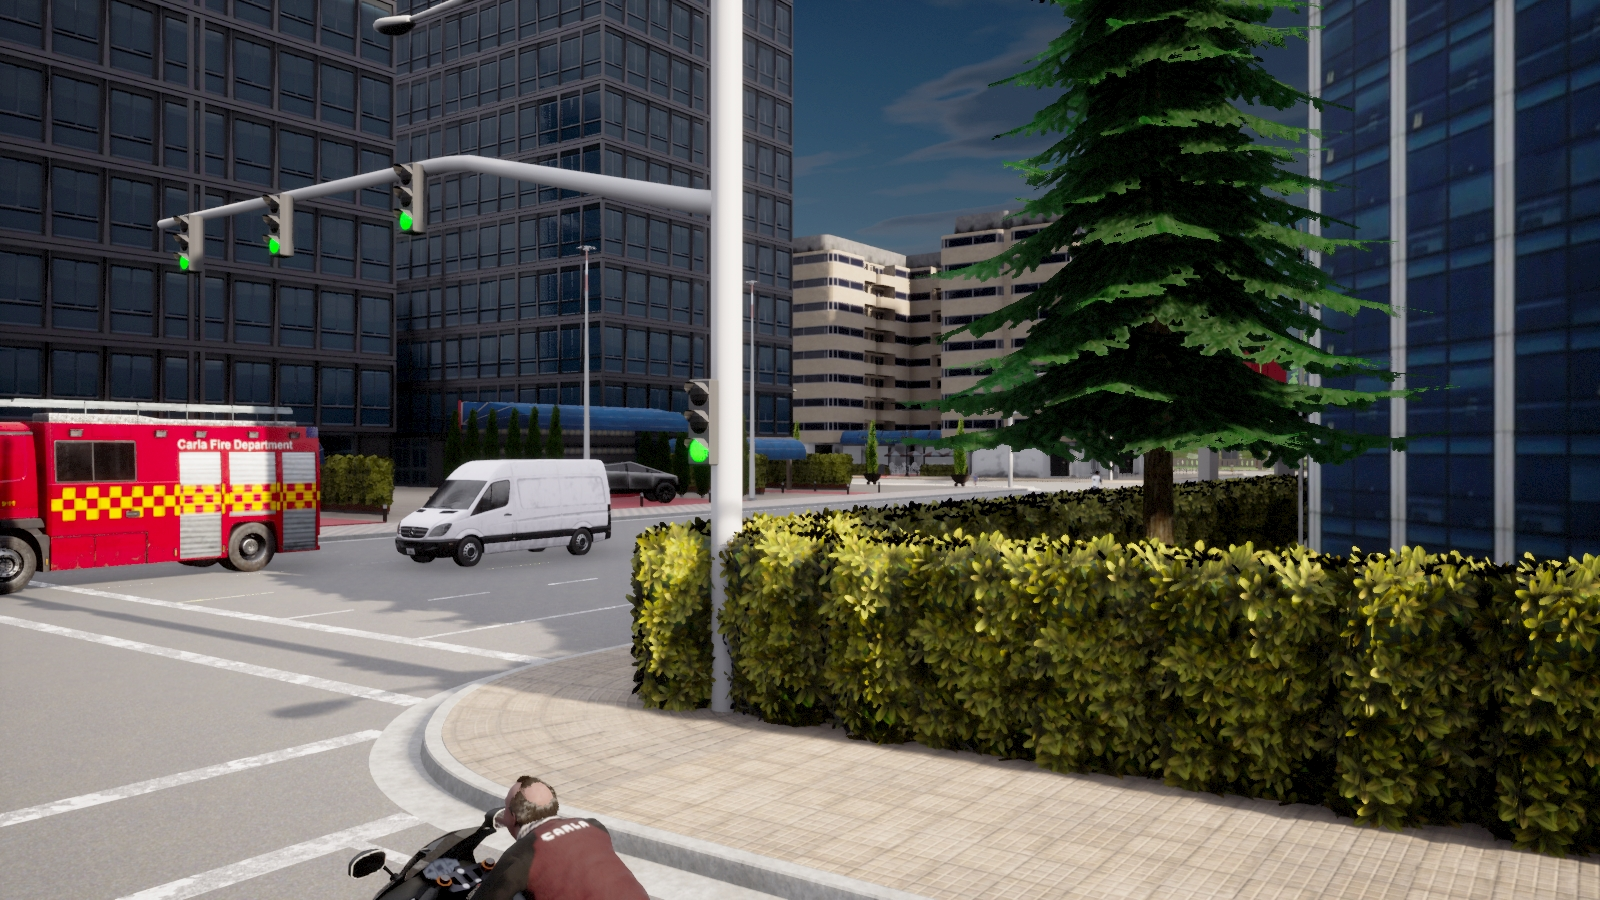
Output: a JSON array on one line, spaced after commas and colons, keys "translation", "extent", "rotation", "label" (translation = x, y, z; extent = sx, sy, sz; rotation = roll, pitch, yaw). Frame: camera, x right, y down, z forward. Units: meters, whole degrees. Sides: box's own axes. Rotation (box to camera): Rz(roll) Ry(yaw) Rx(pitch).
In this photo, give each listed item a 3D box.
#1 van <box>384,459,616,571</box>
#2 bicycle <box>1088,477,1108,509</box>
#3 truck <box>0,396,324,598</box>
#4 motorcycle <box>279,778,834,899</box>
[{"translation": [-7.573, 1.533, 29.577], "extent": [1.988, 2.561, 5.915], "rotation": [0, 0, 35], "label": "van"}, {"translation": [14.436, 2.055, 55.338], "extent": [0.373, 1.496, 1.643], "rotation": [0, 0, 34], "label": "bicycle"}, {"translation": [-14.959, 0.889, 24.598], "extent": [2.891, 3.827, 8.468], "rotation": [0, 0, 34], "label": "truck"}, {"translation": [-1.027, 2.205, 4.504], "extent": [2.209, 1.251, 0.867], "rotation": [0, 0, 35], "label": "motorcycle"}]
